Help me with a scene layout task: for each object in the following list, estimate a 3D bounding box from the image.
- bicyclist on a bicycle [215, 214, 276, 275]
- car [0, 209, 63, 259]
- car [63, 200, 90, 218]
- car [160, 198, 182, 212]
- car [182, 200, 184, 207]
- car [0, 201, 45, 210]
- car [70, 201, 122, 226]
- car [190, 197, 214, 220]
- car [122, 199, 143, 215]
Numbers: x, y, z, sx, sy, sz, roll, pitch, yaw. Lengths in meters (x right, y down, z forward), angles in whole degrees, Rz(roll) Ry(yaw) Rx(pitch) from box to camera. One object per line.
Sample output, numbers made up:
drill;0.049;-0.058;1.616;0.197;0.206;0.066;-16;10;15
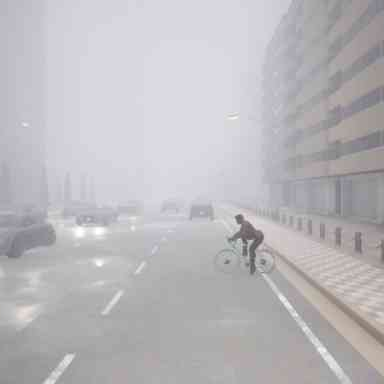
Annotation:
bicyclist on a bicycle;1.436;1.430;8.983;1.656;1.620;0.582;0;0;2
car;-6.801;1.556;12.467;1.994;1.385;4.181;0;0;2
car;-9.827;1.485;29.457;1.837;1.490;4.892;0;0;2
car;-2.425;1.501;37.949;1.812;1.442;4.674;0;0;1
car;-2.178;1.569;49.049;1.895;1.301;4.718;0;0;1
car;-10.119;1.339;19.132;2.097;1.767;4.553;0;0;1
car;-6.514;1.549;23.092;1.994;1.385;4.181;0;0;1
car;0.817;1.459;28.200;1.882;1.535;5.008;0;0;2
car;-6.188;1.456;33.537;1.882;1.535;5.008;0;0;2
